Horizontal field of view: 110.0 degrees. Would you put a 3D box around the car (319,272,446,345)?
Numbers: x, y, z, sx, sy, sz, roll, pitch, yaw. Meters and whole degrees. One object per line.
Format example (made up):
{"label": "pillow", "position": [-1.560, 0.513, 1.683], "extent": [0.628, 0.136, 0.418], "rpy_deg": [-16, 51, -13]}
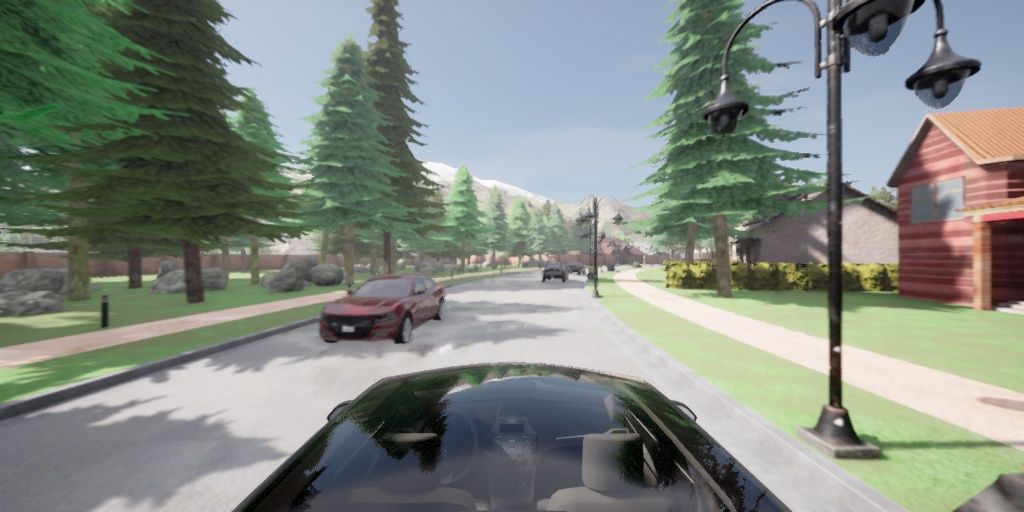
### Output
{"label": "car", "position": [-3.208, 1.251, 9.871], "extent": [1.882, 1.535, 5.008], "rpy_deg": [0, 0, 4]}

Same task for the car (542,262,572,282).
{"label": "car", "position": [3.686, 1.351, 30.087], "extent": [1.837, 1.490, 4.892], "rpy_deg": [0, 0, 14]}

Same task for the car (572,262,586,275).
{"label": "car", "position": [7.359, 1.394, 41.799], "extent": [1.837, 1.490, 4.892], "rpy_deg": [0, 0, 20]}
